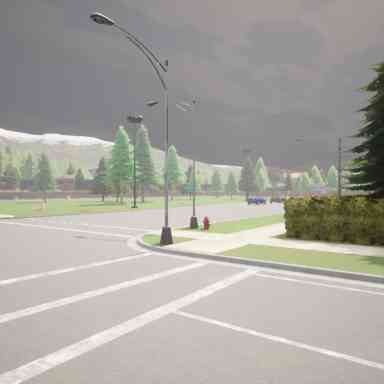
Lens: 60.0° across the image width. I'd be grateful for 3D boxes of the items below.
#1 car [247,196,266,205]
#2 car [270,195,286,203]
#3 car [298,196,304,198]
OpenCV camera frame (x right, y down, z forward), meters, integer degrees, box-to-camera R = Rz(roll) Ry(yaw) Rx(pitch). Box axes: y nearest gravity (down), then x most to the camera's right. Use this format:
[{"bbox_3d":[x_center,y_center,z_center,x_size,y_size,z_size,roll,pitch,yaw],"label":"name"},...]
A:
[{"bbox_3d":[11.588,1.478,59.169,1.882,1.535,5.008,0,0,36],"label":"car"},{"bbox_3d":[17.536,1.353,67.396,2.097,1.767,4.553,0,0,36],"label":"car"},{"bbox_3d":[18.756,1.478,57.136,1.882,1.535,5.008,0,0,36],"label":"car"}]
